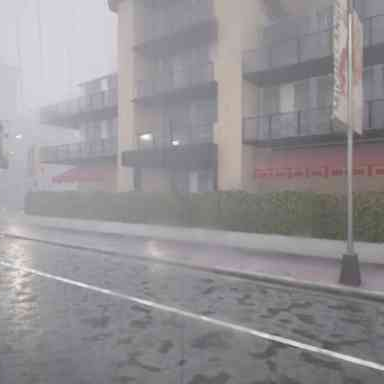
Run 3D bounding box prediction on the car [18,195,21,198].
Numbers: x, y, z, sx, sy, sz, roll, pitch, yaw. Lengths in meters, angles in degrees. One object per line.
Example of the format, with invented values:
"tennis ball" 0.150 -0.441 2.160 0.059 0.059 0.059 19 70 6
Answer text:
"car" -39.402 1.452 76.106 4.892 1.521 2.231 0 0 36
